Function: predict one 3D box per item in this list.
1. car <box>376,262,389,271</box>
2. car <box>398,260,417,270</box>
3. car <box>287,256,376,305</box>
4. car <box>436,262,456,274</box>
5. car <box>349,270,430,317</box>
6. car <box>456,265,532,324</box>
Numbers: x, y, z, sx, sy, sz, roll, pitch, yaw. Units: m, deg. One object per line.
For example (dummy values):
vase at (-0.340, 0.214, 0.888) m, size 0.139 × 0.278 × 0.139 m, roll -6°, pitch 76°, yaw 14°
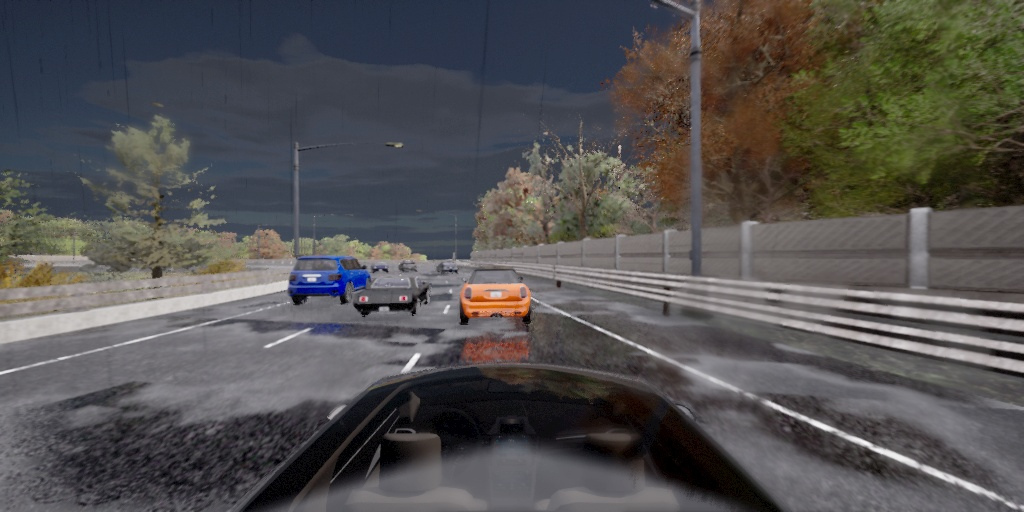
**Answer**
car at (-17.101, 1.443, 46.150) m, size 1.895 × 1.301 × 4.718 m, roll 0°, pitch 0°, yaw -25°
car at (-13.834, 1.322, 47.328) m, size 2.128 × 1.511 × 4.902 m, roll 0°, pitch 0°, yaw -25°
car at (-8.179, 1.012, 16.589) m, size 2.150 × 2.045 × 5.566 m, roll 0°, pitch 0°, yaw -8°
car at (-7.631, 1.350, 41.887) m, size 2.033 × 1.411 × 5.357 m, roll 0°, pitch 0°, yaw -21°
car at (-4.234, 1.374, 13.431) m, size 1.895 × 1.301 × 4.718 m, roll 0°, pitch 0°, yaw -6°
car at (-0.642, 1.111, 12.218) m, size 2.097 × 1.767 × 4.553 m, roll 0°, pitch 0°, yaw -5°
